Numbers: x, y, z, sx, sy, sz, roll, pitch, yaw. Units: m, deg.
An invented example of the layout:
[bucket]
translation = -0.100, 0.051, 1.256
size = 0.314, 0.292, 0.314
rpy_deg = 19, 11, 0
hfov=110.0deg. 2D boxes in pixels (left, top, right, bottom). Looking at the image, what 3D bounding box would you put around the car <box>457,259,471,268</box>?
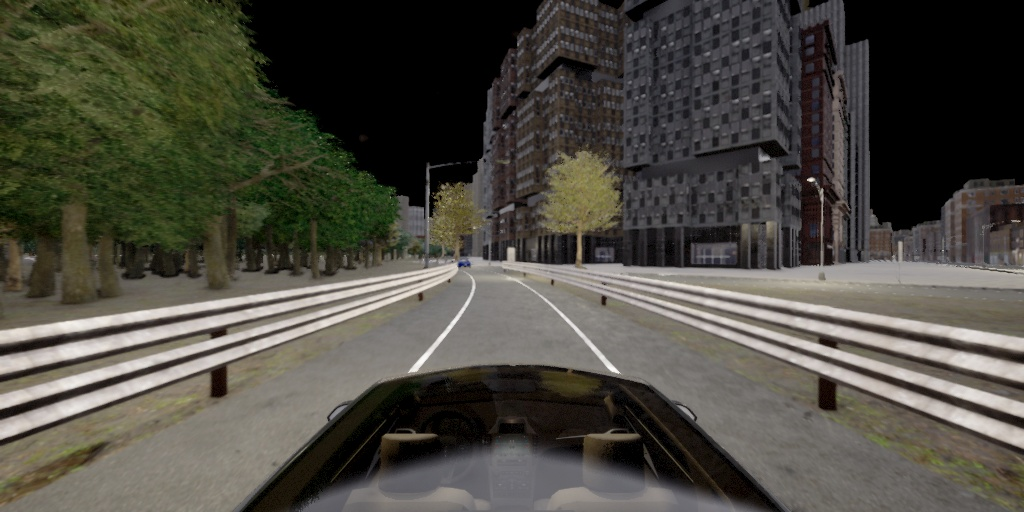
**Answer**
[car]
translation = -8.095, 1.214, 59.158
size = 1.882, 1.535, 5.008
rpy_deg = 0, 0, -19
